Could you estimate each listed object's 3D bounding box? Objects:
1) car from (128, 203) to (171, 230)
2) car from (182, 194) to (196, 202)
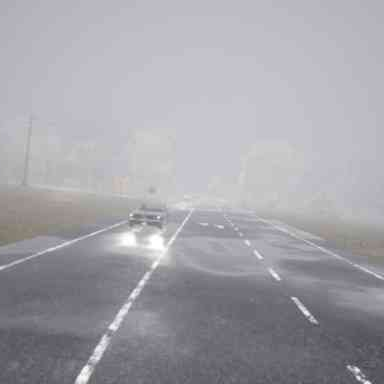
[{"bbox_3d":[-2.387,1.346,19.559,1.895,1.301,4.718,5,0,2],"label":"car"},{"bbox_3d":[-0.736,1.139,61.048,1.812,1.442,4.674,6,-1,2],"label":"car"}]
